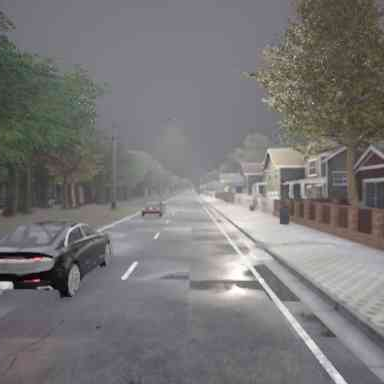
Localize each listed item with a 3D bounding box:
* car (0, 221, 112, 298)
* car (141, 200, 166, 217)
[{"bbox_3d":[-3.407,1.475,8.466,2.128,1.511,4.902,0,0,0],"label":"car"},{"bbox_3d":[-3.442,1.427,30.318,2.033,1.411,5.357,0,0,0],"label":"car"}]
